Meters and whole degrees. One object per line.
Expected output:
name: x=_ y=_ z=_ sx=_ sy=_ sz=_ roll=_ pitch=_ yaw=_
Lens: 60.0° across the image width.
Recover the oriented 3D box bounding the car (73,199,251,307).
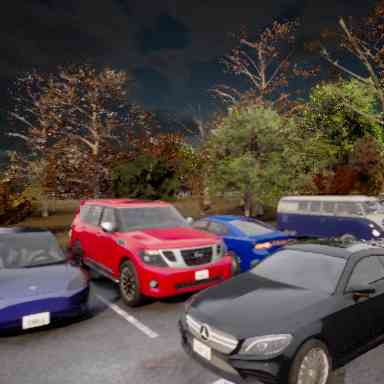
car: x=-1.412 y=1.221 z=8.552 sx=2.435 sy=2.045 sz=5.566 roll=0 pitch=0 yaw=-35

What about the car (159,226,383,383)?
car: x=2.012 y=1.516 z=5.101 sx=4.674 sy=1.442 sz=1.812 roll=0 pitch=0 yaw=-35

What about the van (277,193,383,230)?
van: x=5.655 y=1.155 z=13.474 sx=1.878 sy=1.987 sz=4.442 roll=-1 pitch=1 yaw=-35

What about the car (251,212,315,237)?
car: x=0.885 y=1.462 z=10.216 sx=2.097 sy=1.535 sz=5.008 roll=0 pitch=0 yaw=-35

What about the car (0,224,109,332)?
car: x=-3.710 y=1.508 z=6.912 sx=2.163 sy=1.488 sz=4.792 roll=0 pitch=0 yaw=-35
